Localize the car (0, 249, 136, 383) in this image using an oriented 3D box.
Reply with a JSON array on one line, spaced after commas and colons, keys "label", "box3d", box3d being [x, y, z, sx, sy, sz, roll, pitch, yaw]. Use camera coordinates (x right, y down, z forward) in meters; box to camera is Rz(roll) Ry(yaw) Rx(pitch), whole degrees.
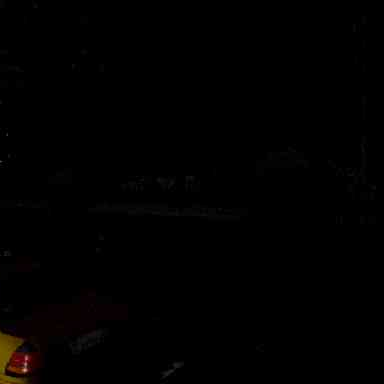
[{"label": "car", "box3d": [-2.952, 1.510, 4.809, 4.829, 1.417, 1.752, 0, 0, 35]}]
